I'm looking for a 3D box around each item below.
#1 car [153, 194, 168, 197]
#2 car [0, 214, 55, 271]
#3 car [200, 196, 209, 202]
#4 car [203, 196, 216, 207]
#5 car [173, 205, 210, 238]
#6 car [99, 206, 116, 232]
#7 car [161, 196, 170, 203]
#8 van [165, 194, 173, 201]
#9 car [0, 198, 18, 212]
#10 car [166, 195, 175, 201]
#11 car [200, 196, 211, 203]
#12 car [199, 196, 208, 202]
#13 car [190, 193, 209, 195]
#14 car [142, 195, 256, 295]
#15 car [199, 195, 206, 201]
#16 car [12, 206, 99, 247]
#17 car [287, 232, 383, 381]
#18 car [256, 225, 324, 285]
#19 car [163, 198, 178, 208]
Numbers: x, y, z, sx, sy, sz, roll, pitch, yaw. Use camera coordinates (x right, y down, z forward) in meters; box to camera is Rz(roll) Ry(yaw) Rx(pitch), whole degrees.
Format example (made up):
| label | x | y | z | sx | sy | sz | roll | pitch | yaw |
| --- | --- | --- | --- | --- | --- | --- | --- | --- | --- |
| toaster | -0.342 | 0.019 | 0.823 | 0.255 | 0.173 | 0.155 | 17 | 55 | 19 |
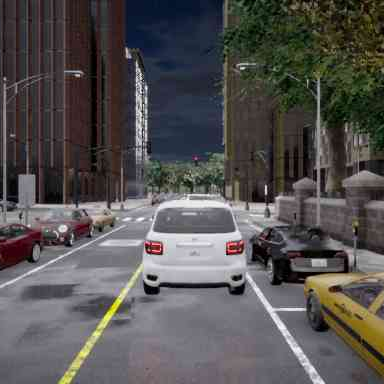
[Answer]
| label | x | y | z | sx | sy | sz | roll | pitch | yaw |
| --- | --- | --- | --- | --- | --- | --- | --- | --- | --- |
| car | -5.828 | 1.329 | 57.584 | 2.192 | 1.841 | 5.009 | 0 | 0 | 0 |
| car | -5.775 | 1.545 | 9.262 | 1.887 | 1.381 | 4.507 | 0 | 0 | 0 |
| car | 2.679 | 1.568 | 73.906 | 1.887 | 1.381 | 4.507 | 0 | 0 | 0 |
| car | 2.703 | 1.452 | 52.156 | 1.967 | 1.590 | 4.097 | 0 | 0 | 0 |
| car | 0.003 | 1.527 | 18.508 | 1.812 | 1.442 | 4.674 | 0 | 0 | 0 |
| car | -5.787 | 1.527 | 20.006 | 1.752 | 1.417 | 4.829 | 0 | 0 | 0 |
| car | -5.846 | 1.549 | 73.727 | 1.752 | 1.417 | 4.829 | 0 | 0 | 0 |
| van | -5.858 | 1.372 | 84.772 | 1.690 | 1.788 | 3.998 | 0 | 0 | 0 |
| car | -19.177 | 1.160 | 31.618 | 4.892 | 1.490 | 1.837 | 1 | 0 | 0 |
| car | -5.864 | 1.586 | 90.210 | 2.008 | 1.369 | 4.403 | 0 | 0 | 0 |
| car | 2.685 | 1.571 | 68.468 | 2.008 | 1.369 | 4.403 | 0 | 0 | 0 |
| car | 2.673 | 1.572 | 79.344 | 1.887 | 1.381 | 4.507 | 0 | 0 | 0 |
| car | 1.712 | 1.285 | 34.021 | 5.566 | 2.045 | 2.150 | 1 | 1 | 38 |
| car | 0.056 | 1.222 | 8.863 | 2.150 | 2.045 | 5.566 | 0 | 0 | 0 |
| car | 2.667 | 1.556 | 84.951 | 1.752 | 1.417 | 4.829 | 0 | 0 | 0 |
| car | -5.781 | 1.441 | 14.720 | 1.967 | 1.590 | 4.097 | 0 | 0 | 0 |
| car | 2.756 | 1.525 | 3.987 | 1.752 | 1.417 | 4.829 | 0 | 0 | 0 |
| car | 2.750 | 1.566 | 9.274 | 1.947 | 1.339 | 4.313 | 0 | 0 | 0 |
| car | -3.152 | 1.575 | 50.062 | 1.994 | 1.385 | 4.181 | 0 | 0 | 0 |
